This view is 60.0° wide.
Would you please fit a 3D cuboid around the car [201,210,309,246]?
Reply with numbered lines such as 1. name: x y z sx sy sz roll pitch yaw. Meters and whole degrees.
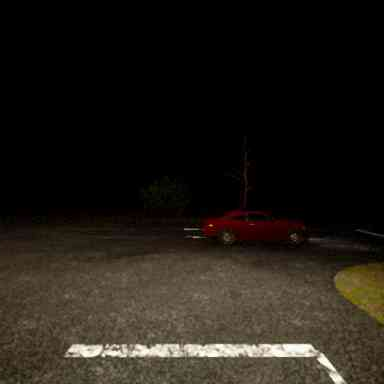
1. car: 2.751 1.523 14.758 4.674 1.442 1.812 0 0 -1
